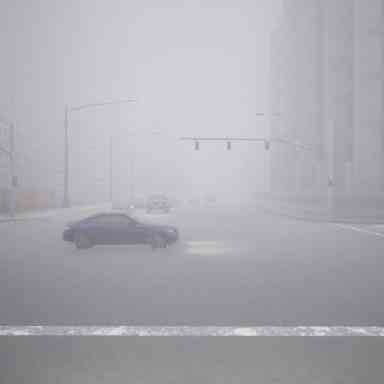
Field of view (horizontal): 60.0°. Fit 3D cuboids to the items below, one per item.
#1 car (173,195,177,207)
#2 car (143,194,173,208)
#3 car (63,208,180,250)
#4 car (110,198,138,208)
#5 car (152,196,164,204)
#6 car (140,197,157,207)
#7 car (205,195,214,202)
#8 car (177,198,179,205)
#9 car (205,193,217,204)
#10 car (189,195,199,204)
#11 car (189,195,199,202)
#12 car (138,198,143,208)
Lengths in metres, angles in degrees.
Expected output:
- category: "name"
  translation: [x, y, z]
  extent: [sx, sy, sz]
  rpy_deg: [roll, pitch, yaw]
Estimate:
- category: "car"
  translation: [-3.595, 1.505, 47.494]
  extent: [1.837, 1.490, 4.892]
  rpy_deg: [0, 0, 1]
- category: "car"
  translation: [-3.736, 1.221, 37.577]
  extent: [2.150, 2.045, 5.566]
  rpy_deg: [0, 0, 1]
- category: "car"
  translation: [-2.840, 1.526, 13.631]
  extent: [4.674, 1.442, 1.812]
  rpy_deg: [0, 0, 0]
- category: "car"
  translation: [-7.277, 1.564, 34.995]
  extent: [1.994, 1.385, 4.181]
  rpy_deg: [0, 0, 1]
- category: "car"
  translation: [-6.751, 1.526, 66.616]
  extent: [1.812, 1.442, 4.674]
  rpy_deg: [0, 0, 1]
- category: "car"
  translation: [-6.998, 1.564, 53.740]
  extent: [1.994, 1.385, 4.181]
  rpy_deg: [0, 0, 1]
- category: "car"
  translation: [3.908, 1.415, 75.424]
  extent: [1.837, 1.490, 4.892]
  rpy_deg: [0, 0, 1]
- category: "car"
  translation: [-3.430, 1.352, 57.649]
  extent: [2.097, 1.767, 4.553]
  rpy_deg: [0, 0, 1]
- category: "car"
  translation: [3.748, 1.221, 64.811]
  extent: [2.150, 2.045, 5.566]
  rpy_deg: [0, 0, 1]
- category: "car"
  translation: [0.357, 1.564, 65.462]
  extent: [1.994, 1.385, 4.181]
  rpy_deg: [0, 0, 1]
- category: "car"
  translation: [0.407, 1.524, 75.336]
  extent: [2.128, 1.511, 4.902]
  rpy_deg: [0, 0, 1]
- category: "car"
  translation: [-7.158, 1.478, 43.822]
  extent: [1.882, 1.535, 5.008]
  rpy_deg: [0, 0, 1]
